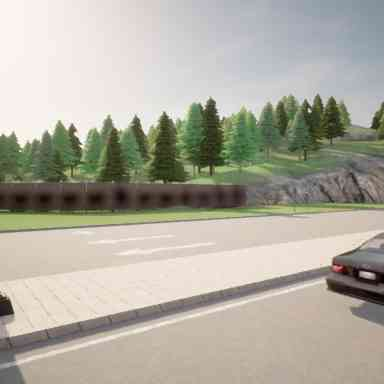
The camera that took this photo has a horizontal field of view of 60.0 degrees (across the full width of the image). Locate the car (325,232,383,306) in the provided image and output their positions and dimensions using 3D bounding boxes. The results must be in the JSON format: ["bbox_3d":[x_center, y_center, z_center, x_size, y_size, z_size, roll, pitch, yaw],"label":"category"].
[{"bbox_3d":[5.200,1.547,7.453,5.357,1.411,2.033,0,0,-35],"label":"car"}]
